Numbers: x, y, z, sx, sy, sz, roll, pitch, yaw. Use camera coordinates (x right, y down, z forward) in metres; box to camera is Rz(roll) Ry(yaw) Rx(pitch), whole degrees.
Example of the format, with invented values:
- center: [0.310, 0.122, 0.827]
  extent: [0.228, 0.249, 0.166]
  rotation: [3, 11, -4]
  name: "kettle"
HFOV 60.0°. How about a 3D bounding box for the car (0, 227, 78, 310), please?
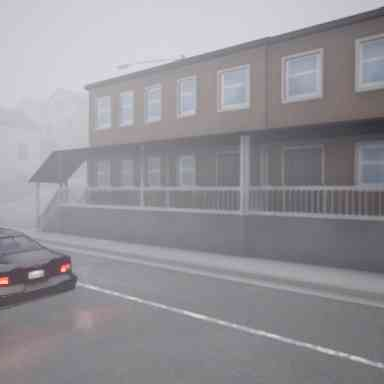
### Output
- center: [-4.804, 1.496, 7.388]
  extent: [5.357, 1.411, 2.033]
  rotation: [0, 0, 36]
  name: "car"
